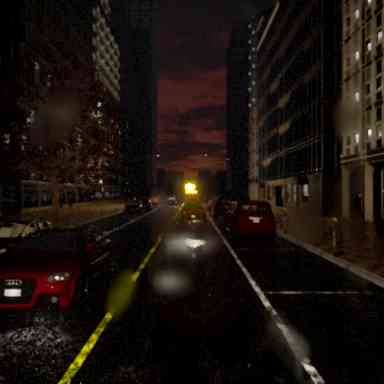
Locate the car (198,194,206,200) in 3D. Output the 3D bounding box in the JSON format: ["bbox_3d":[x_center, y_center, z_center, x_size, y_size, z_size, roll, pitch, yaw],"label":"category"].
[{"bbox_3d":[2.682,1.276,90.342,1.967,1.590,4.097,0,0,0],"label":"car"}]

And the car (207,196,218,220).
[{"bbox_3d":[2.691,1.279,27.731,2.192,1.841,5.009,0,0,0],"label":"car"}]

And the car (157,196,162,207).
[{"bbox_3d":[-5.694,1.505,50.509,1.802,1.307,4.206,0,0,0],"label":"car"}]

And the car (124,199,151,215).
[{"bbox_3d":[-5.692,1.505,33.434,2.008,1.369,4.403,0,0,0],"label":"car"}]

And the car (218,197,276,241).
[{"bbox_3d":[2.692,1.295,16.346,2.192,1.841,5.009,0,0,0],"label":"car"}]

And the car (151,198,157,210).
[{"bbox_3d":[-5.693,1.511,39.127,1.947,1.339,4.313,0,0,0],"label":"car"}]

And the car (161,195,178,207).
[{"bbox_3d":[-3.084,1.488,50.206,1.994,1.385,4.181,0,0,0],"label":"car"}]

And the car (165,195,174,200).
[{"bbox_3d":[-5.699,1.431,84.665,1.802,1.307,4.206,0,0,0],"label":"car"}]

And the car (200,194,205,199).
[{"bbox_3d":[2.684,1.454,67.576,1.947,1.339,4.313,0,0,0],"label":"car"}]

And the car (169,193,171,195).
[{"bbox_3d":[-5.697,1.420,73.280,1.887,1.381,4.507,0,0,0],"label":"car"}]

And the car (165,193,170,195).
[{"bbox_3d":[-5.696,1.451,61.895,2.008,1.369,4.403,0,0,0],"label":"car"}]

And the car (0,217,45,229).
[{"bbox_3d":[-5.689,1.538,10.665,2.008,1.369,4.403,0,0,0],"label":"car"}]

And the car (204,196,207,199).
[{"bbox_3d":[2.688,1.470,39.285,1.752,1.417,4.829,0,0,0],"label":"car"}]

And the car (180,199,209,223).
[{"bbox_3d":[0.097,1.494,25.005,1.812,1.442,4.674,0,0,0],"label":"car"}]

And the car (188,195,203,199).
[{"bbox_3d":[0.094,1.446,41.658,1.837,1.490,4.892,0,0,0],"label":"car"}]

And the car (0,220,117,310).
[{"bbox_3d":[-3.102,1.555,7.755,1.994,1.385,4.181,0,0,0],"label":"car"}]

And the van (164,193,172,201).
[{"bbox_3d":[-5.697,1.204,78.972,1.690,1.788,3.998,0,0,0],"label":"van"}]
